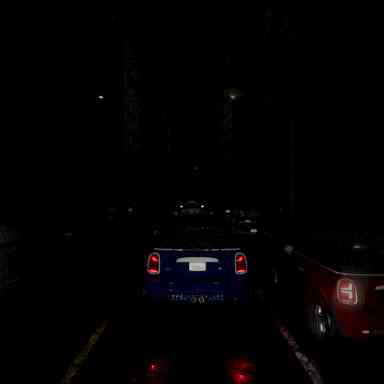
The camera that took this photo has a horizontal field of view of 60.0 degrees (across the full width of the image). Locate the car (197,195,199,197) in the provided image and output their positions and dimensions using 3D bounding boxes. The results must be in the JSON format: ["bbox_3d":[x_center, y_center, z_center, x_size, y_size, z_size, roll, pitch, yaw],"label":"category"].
[{"bbox_3d":[2.881,1.616,76.401,2.008,1.369,4.403,0,0,0],"label":"car"}]

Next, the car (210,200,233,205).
[{"bbox_3d":[2.844,1.569,28.493,1.947,1.339,4.313,0,0,0],"label":"car"}]

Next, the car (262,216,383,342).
[{"bbox_3d":[2.851,1.440,6.488,1.967,1.590,4.097,0,0,0],"label":"car"}]

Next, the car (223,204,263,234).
[{"bbox_3d":[2.847,1.552,17.491,2.008,1.369,4.403,0,0,0],"label":"car"}]

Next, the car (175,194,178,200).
[{"bbox_3d":[-5.621,1.638,92.466,1.752,1.417,4.829,0,0,0],"label":"car"}]

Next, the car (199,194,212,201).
[{"bbox_3d":[2.864,1.484,65.584,1.967,1.590,4.097,0,0,0],"label":"car"}]

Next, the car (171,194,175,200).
[{"bbox_3d":[-5.644,1.616,76.410,2.008,1.369,4.403,0,0,0],"label":"car"}]

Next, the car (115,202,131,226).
[{"bbox_3d":[-5.680,1.584,22.989,1.802,1.307,4.206,0,0,0],"label":"car"}]

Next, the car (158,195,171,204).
[{"bbox_3d":[-5.660,1.626,65.594,1.802,1.307,4.206,0,0,0],"label":"car"}]

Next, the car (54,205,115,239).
[{"bbox_3d":[-5.678,1.567,17.488,1.947,1.339,4.313,0,0,0],"label":"car"}]

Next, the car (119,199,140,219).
[{"bbox_3d":[-5.682,1.444,28.491,1.967,1.590,4.097,0,0,0],"label":"car"}]

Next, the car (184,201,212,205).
[{"bbox_3d":[0.089,1.479,17.336,1.882,1.535,5.008,0,0,0],"label":"car"}]

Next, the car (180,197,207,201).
[{"bbox_3d":[-0.010,1.460,27.358,1.801,1.575,5.366,0,0,0],"label":"car"}]

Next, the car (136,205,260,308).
[{"bbox_3d":[0.096,1.352,8.055,2.097,1.767,4.553,0,0,0],"label":"car"}]

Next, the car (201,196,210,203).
[{"bbox_3d":[2.873,1.580,71.163,1.752,1.417,4.829,0,0,0],"label":"car"}]
